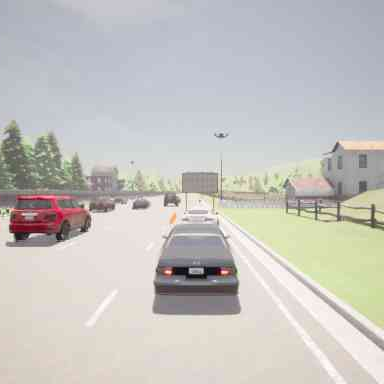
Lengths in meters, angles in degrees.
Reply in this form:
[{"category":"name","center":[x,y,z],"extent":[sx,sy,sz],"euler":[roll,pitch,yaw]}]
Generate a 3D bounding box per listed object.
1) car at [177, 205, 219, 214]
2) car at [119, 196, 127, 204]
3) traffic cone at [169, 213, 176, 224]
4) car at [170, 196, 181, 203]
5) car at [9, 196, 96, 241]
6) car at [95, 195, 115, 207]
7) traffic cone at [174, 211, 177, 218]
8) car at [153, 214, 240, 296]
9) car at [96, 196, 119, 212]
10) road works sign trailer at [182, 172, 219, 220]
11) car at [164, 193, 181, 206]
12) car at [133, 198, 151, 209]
[{"category":"car","center":[0.476,1.540,18.454],"extent":[1.812,1.442,4.674],"euler":[-1,-1,6]},{"category":"car","center":[-13.813,1.525,63.738],"extent":[1.812,1.442,4.674],"euler":[0,0,0]},{"category":"traffic cone","center":[-1.456,1.955,23.181],"extent":[0.340,0.580,0.340],"euler":[0,0,0]},{"category":"car","center":[-3.307,1.563,68.577],"extent":[1.994,1.385,4.181],"euler":[0,0,0]},{"category":"car","center":[-6.878,1.218,16.759],"extent":[2.150,2.045,5.566],"euler":[0,0,0]},{"category":"car","center":[-13.829,1.351,53.136],"extent":[2.097,1.767,4.553],"euler":[0,0,0]},{"category":"traffic cone","center":[-1.453,1.955,25.181],"extent":[0.340,0.580,0.340],"euler":[0,0,0]},{"category":"car","center":[0.110,1.547,8.825],"extent":[2.033,1.411,5.357],"euler":[0,0,1]},{"category":"car","center":[-10.352,1.351,38.596],"extent":[2.097,1.767,4.553],"euler":[0,0,1]},{"category":"road works sign trailer","center":[0.518,0.464,22.068],"extent":[2.380,3.560,2.880],"euler":[0,0,-3]},{"category":"car","center":[-3.327,1.221,53.362],"extent":[2.150,2.045,5.566],"euler":[0,0,0]},{"category":"car","center":[-6.838,1.564,45.630],"extent":[1.994,1.385,4.181],"euler":[0,0,0]}]
